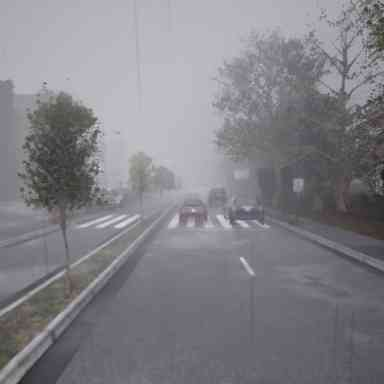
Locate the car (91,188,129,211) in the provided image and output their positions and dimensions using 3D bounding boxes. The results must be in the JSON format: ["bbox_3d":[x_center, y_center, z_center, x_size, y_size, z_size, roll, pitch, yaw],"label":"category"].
[{"bbox_3d":[-8.163,0.673,32.199,2.435,2.045,5.566,0,1,0],"label":"car"}]

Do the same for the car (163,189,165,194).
[{"bbox_3d":[-7.935,0.012,76.597,2.002,1.452,4.674,0,1,0],"label":"car"}]

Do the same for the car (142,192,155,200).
[{"bbox_3d":[-8.050,0.220,54.380,2.435,2.045,5.566,0,1,0],"label":"car"}]

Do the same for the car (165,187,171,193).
[{"bbox_3d":[-7.849,-0.428,93.134,2.097,1.535,5.008,0,1,1],"label":"car"}]

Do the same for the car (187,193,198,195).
[{"bbox_3d":[0.082,0.796,41.796,2.033,1.411,5.357,0,1,0],"label":"car"}]

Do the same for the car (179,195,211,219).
[{"bbox_3d":[0.089,1.159,24.043,1.994,1.385,4.181,0,1,0],"label":"car"}]

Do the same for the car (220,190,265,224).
[{"bbox_3d":[3.240,0.994,21.522,2.097,1.767,4.553,0,1,0],"label":"car"}]

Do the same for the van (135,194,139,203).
[{"bbox_3d":[-8.107,0.480,43.202,1.878,1.987,4.442,0,1,0],"label":"van"}]

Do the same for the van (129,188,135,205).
[{"bbox_3d":[-8.136,0.591,37.656,1.878,1.987,4.442,0,1,0],"label":"van"}]

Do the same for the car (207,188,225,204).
[{"bbox_3d":[3.232,0.444,43.102,2.150,2.045,5.566,0,1,0],"label":"car"}]

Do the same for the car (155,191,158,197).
[{"bbox_3d":[-8.021,0.381,59.929,2.163,1.488,4.792,0,1,0],"label":"car"}]

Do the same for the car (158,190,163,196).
[{"bbox_3d":[-7.963,0.131,71.021,2.163,1.488,4.792,0,1,0],"label":"car"}]
